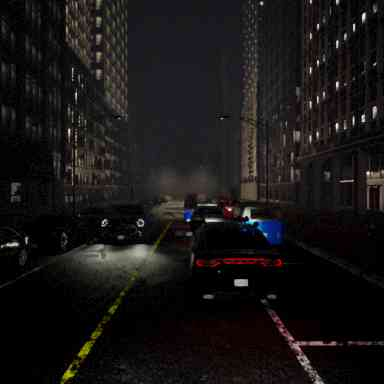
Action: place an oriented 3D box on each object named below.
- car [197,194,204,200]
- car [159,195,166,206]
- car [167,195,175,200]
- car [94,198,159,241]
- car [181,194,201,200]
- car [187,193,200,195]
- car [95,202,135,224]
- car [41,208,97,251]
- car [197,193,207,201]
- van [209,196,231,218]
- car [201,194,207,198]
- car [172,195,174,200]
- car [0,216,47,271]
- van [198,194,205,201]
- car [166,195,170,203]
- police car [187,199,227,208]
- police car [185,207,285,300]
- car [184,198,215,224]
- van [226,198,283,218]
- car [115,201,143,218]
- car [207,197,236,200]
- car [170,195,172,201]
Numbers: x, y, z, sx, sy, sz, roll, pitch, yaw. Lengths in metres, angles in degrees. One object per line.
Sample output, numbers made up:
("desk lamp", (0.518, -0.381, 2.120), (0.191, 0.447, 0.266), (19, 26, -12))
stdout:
("car", (2.409, 1.413, 93.682), (1.967, 1.590, 4.097), (-1, 0, 0))
("car", (-5.853, 1.537, 53.871), (2.008, 1.369, 4.403), (-1, 0, 0))
("car", (-5.971, 1.539, 93.657), (1.947, 1.339, 4.313), (-1, 0, 0))
("car", (-3.044, 1.348, 16.455), (2.097, 1.767, 4.553), (0, 0, 0))
("car", (-0.118, 1.467, 45.602), (1.882, 1.535, 5.008), (0, 0, 0))
("car", (-0.172, 1.206, 59.491), (2.150, 2.045, 5.566), (0, 0, 0))
("car", (-5.770, 1.545, 25.453), (2.008, 1.369, 4.403), (-1, 0, 0))
("car", (-5.736, 1.563, 14.086), (1.947, 1.339, 4.313), (-1, 0, 0))
("car", (2.441, 1.293, 82.315), (2.192, 1.841, 5.009), (-1, 0, 0))
("van", (2.592, 1.334, 31.162), (1.690, 1.788, 3.998), (-1, 0, 0))
("car", (2.527, 1.537, 53.896), (2.008, 1.369, 4.403), (-1, 0, 0))
("car", (-5.936, 1.503, 82.120), (1.752, 1.417, 4.829), (-1, 0, 0))
("car", (-5.720, 1.549, 8.402), (2.008, 1.369, 4.403), (-1, 0, 0))
("van", (2.425, 1.317, 87.998), (1.690, 1.788, 3.998), (-1, 0, 0))
("car", (-5.887, 1.565, 65.238), (1.802, 1.307, 4.206), (-1, 0, 0))
("police car", (0.848, 1.421, 18.562), (1.930, 1.638, 5.238), (0, 0, 0))
("police car", (0.878, 1.423, 8.561), (1.930, 1.638, 5.238), (0, 0, 0))
("car", (0.574, 1.472, 24.550), (1.882, 1.535, 5.008), (0, 0, 6))
("van", (2.642, 1.338, 14.111), (1.690, 1.788, 3.998), (-1, 0, 0))
("car", (-5.786, 1.575, 31.137), (1.802, 1.307, 4.206), (-1, 0, 0))
("car", (2.608, 1.309, 25.478), (2.192, 1.841, 5.009), (-1, 0, 0))
("car", (-5.905, 1.421, 70.922), (1.967, 1.590, 4.097), (-1, 0, 0))
